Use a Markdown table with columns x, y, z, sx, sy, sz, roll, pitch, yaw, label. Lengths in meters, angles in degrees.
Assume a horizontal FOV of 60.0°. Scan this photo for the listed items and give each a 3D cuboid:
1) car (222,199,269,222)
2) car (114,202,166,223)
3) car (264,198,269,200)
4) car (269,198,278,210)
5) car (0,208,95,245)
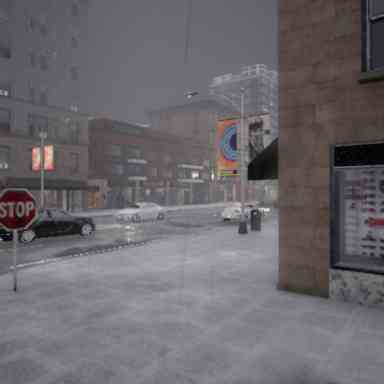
| x | y | z | sx | sy | sz | roll | pitch | yaw | label |
| --- | --- | --- | --- | --- | --- | --- | --- | --- | --- |
| 4.024 | 1.538 | 26.033 | 1.812 | 1.442 | 4.674 | 0 | 0 | 35 | car |
| -3.988 | 1.562 | 26.330 | 1.812 | 1.442 | 4.674 | 0 | 0 | 35 | car |
| 10.601 | 1.563 | 46.699 | 1.994 | 1.385 | 4.181 | 0 | 0 | 36 | car |
| 12.176 | 1.471 | 43.097 | 1.882 | 1.535 | 5.008 | 0 | 0 | 35 | car |
| -7.030 | 1.519 | 16.101 | 1.882 | 1.535 | 5.008 | 0 | 0 | 35 | car |
